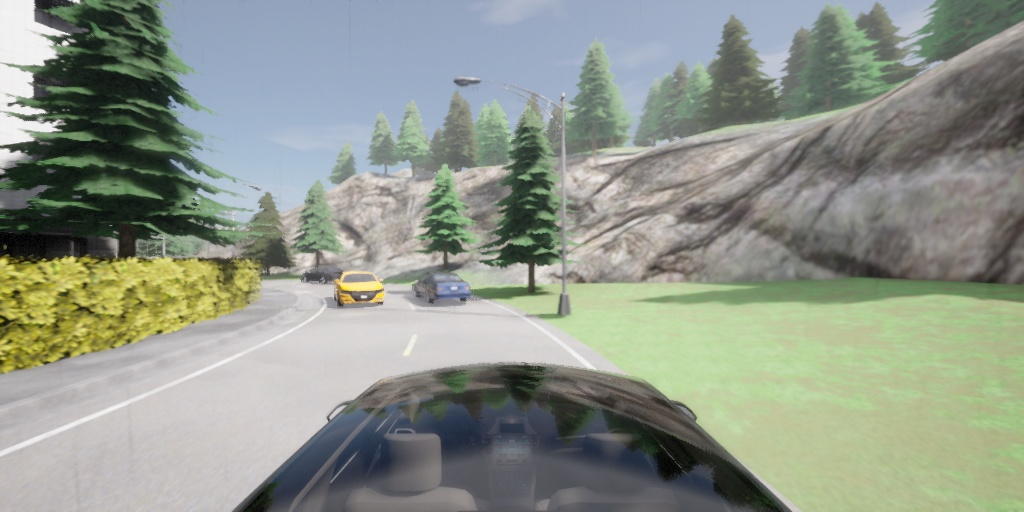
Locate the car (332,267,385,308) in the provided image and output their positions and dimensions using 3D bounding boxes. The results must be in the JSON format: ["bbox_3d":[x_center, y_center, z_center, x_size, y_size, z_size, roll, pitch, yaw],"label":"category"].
[{"bbox_3d":[-7.302,1.452,17.040,1.882,1.535,5.008,0,-1,-28],"label":"car"}]

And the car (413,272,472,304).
[{"bbox_3d":[-3.663,1.513,18.142,2.033,1.411,5.357,0,-1,-26],"label":"car"}]

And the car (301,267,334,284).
[{"bbox_3d":[-16.916,1.715,32.248,4.892,1.490,1.837,-1,-1,31],"label":"car"}]
